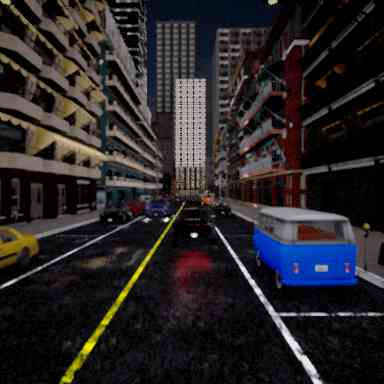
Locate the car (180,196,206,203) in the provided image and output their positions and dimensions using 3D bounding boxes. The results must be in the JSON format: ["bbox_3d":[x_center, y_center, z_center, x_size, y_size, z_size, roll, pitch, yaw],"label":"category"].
[{"bbox_3d":[0.097,1.495,32.890,1.882,1.535,5.008,0,0,0],"label":"car"}]

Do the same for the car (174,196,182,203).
[{"bbox_3d":[-3.003,1.541,72.576,1.812,1.442,4.674,0,0,0],"label":"car"}]

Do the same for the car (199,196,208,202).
[{"bbox_3d":[2.680,1.610,80.537,2.008,1.369,4.403,-1,0,0],"label":"car"}]

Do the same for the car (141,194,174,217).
[{"bbox_3d":[-3.099,1.368,30.815,2.097,1.767,4.553,0,0,0],"label":"car"}]

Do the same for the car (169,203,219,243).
[{"bbox_3d":[0.097,1.513,16.002,1.837,1.490,4.892,0,0,0],"label":"car"}]

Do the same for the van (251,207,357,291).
[{"bbox_3d":[2.680,1.345,8.734,1.690,1.788,3.998,-1,0,0],"label":"van"}]

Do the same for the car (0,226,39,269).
[{"bbox_3d":[-5.699,1.530,8.576,1.752,1.417,4.829,0,0,0],"label":"car"}]

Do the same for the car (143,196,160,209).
[{"bbox_3d":[-5.701,1.469,47.410,1.967,1.590,4.097,-1,0,0],"label":"car"}]

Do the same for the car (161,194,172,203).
[{"bbox_3d":[-5.703,1.369,75.027,2.192,1.841,5.009,-1,0,0],"label":"car"}]

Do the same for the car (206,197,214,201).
[{"bbox_3d":[2.681,1.571,36.350,2.008,1.369,4.403,-1,0,0],"label":"car"}]

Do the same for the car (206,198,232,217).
[{"bbox_3d":[2.681,1.567,30.826,2.008,1.369,4.403,-1,0,0],"label":"car"}]

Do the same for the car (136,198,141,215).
[{"bbox_3d":[-5.699,1.561,30.840,1.887,1.381,4.507,0,0,0],"label":"car"}]

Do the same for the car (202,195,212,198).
[{"bbox_3d":[2.998,1.392,61.741,2.097,1.767,4.553,0,0,0],"label":"car"}]

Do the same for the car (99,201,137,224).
[{"bbox_3d":[-5.699,1.579,25.316,1.947,1.339,4.313,0,0,0],"label":"car"}]

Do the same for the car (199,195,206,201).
[{"bbox_3d":[2.680,1.591,86.230,1.752,1.417,4.829,-1,0,0],"label":"car"}]

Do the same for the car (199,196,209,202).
[{"bbox_3d":[2.680,1.598,75.014,1.887,1.381,4.507,-1,0,0],"label":"car"}]
